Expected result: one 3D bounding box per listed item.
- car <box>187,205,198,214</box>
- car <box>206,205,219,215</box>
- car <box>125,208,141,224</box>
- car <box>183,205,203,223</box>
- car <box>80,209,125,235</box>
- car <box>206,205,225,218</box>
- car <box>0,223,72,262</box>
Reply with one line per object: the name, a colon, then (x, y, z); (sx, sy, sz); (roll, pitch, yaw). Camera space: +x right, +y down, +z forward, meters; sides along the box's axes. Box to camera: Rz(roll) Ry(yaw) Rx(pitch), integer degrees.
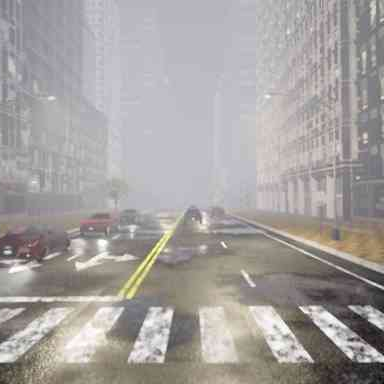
car: (0.095, 2.987, 57.278); (1.837, 1.490, 4.892); (-1, -3, 0)
car: (3.257, 2.898, 53.866); (1.812, 1.442, 4.674); (-1, -1, 0)
car: (-6.500, 2.457, 34.598); (1.882, 1.535, 5.008); (-1, -1, 0)
car: (0.104, 2.424, 34.696); (1.837, 1.490, 4.892); (-1, -1, 0)
car: (-6.569, 2.194, 24.227); (1.882, 1.535, 5.008); (-1, -1, 1)
car: (3.254, 2.589, 43.452); (1.882, 1.535, 5.008); (-1, -1, 0)
car: (-6.593, 2.017, 13.903); (1.994, 1.385, 4.181); (-1, -1, 0)
